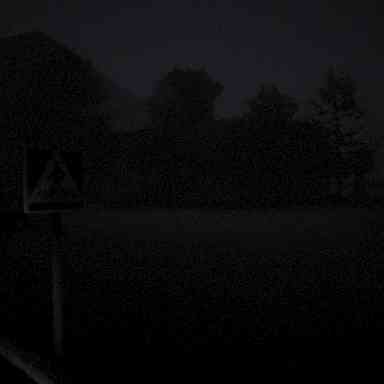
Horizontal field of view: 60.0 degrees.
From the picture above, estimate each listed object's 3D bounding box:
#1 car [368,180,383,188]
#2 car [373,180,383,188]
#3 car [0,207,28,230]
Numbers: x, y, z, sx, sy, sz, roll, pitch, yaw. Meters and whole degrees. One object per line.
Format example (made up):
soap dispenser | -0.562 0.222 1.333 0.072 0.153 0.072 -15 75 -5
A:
car | 39.012 -1.669 67.880 5.008 1.535 2.097 -4 1 -5
car | 38.234 -1.548 65.024 5.008 1.535 2.097 -4 1 -4
car | -9.756 1.077 14.910 2.097 1.535 5.008 2 0 20
